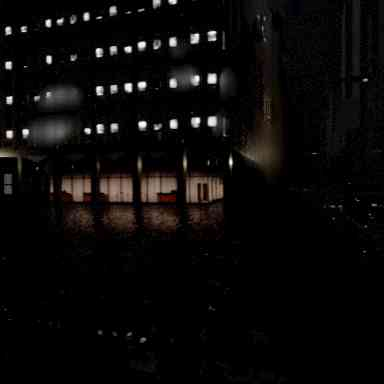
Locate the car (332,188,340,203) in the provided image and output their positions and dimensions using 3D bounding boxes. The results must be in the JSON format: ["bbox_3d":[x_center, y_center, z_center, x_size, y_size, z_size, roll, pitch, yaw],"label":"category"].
[{"bbox_3d":[15.052,0.281,32.984,2.033,1.411,5.357,0,2,18],"label":"car"}]

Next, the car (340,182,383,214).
[{"bbox_3d":[11.789,0.328,22.699,2.150,2.045,5.566,0,2,17],"label":"car"}]

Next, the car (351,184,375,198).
[{"bbox_3d":[21.058,-0.125,41.097,1.882,1.535,5.008,0,2,18],"label":"car"}]

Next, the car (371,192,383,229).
[{"bbox_3d":[8.814,0.952,13.310,1.837,1.490,4.892,0,2,18],"label":"car"}]

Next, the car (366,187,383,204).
[{"bbox_3d":[17.996,0.276,31.516,1.812,1.442,4.674,0,2,18],"label":"car"}]
